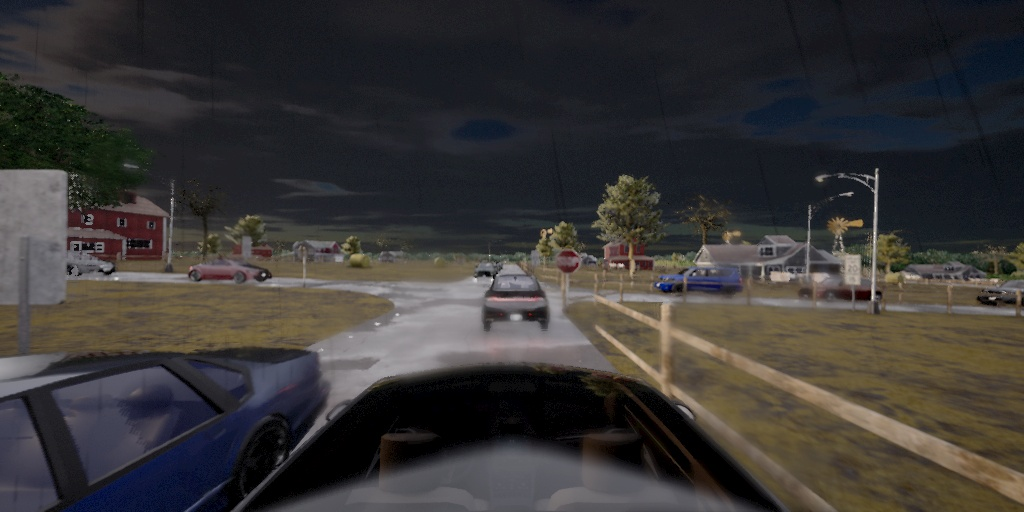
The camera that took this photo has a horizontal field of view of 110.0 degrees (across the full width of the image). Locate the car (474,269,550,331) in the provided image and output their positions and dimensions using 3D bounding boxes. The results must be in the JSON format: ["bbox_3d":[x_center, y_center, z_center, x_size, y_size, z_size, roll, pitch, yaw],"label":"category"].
[{"bbox_3d":[0.106,1.339,11.381,2.128,1.511,4.902,0,-1,0],"label":"car"}]

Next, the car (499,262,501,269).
[{"bbox_3d":[-2.796,1.736,48.458,1.837,1.490,4.892,0,-1,0],"label":"car"}]

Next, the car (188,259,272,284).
[{"bbox_3d":[-17.143,0.905,21.934,4.181,1.385,1.994,2,-1,0],"label":"car"}]

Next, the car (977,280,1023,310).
[{"bbox_3d":[36.000,2.696,24.881,5.566,2.045,2.150,3,-1,-1],"label":"car"}]

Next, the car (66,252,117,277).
[{"bbox_3d":[-27.197,0.460,21.938,4.902,1.511,2.128,2,-1,0],"label":"car"}]

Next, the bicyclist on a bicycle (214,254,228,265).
[{"bbox_3d":[-22.596,0.664,27.922,0.582,1.620,1.656,2,-1,0],"label":"bicyclist on a bicycle"}]

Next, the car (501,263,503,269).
[{"bbox_3d":[-2.780,1.893,58.745,2.033,1.411,5.357,0,-1,1],"label":"car"}]

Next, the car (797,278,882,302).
[{"bbox_3d":[22.614,2.275,24.885,4.553,1.767,2.097,2,-1,0],"label":"car"}]

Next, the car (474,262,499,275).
[{"bbox_3d":[-2.817,1.480,38.558,2.097,1.767,4.553,0,-1,0],"label":"car"}]

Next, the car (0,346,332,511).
[{"bbox_3d":[-2.880,1.296,1.572,2.033,1.411,5.357,0,-1,0],"label":"car"}]

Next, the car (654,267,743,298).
[{"bbox_3d":[12.903,1.758,24.892,5.566,2.045,2.150,2,-1,0],"label":"car"}]
